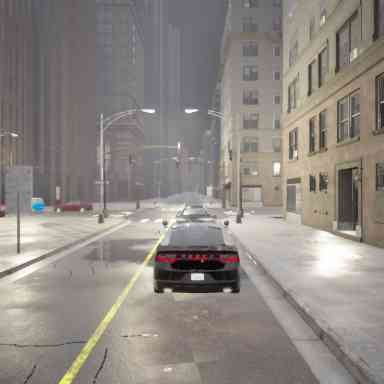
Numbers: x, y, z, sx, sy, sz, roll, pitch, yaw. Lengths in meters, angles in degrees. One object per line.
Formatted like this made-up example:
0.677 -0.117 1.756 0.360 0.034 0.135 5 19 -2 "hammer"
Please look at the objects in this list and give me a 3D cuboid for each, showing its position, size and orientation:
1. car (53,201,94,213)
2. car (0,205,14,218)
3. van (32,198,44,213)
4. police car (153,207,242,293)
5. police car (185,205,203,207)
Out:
-13.941 1.727 39.160 4.507 1.381 1.887 -1 0 0 "car"
-19.599 1.524 30.659 5.009 1.841 2.192 -1 0 0 "car"
-19.568 1.591 39.185 3.998 1.788 1.690 -1 0 0 "van"
0.111 1.427 8.977 1.930 1.638 5.238 0 0 0 "police car"
0.128 1.510 18.581 2.038 1.542 4.974 0 0 0 "police car"
